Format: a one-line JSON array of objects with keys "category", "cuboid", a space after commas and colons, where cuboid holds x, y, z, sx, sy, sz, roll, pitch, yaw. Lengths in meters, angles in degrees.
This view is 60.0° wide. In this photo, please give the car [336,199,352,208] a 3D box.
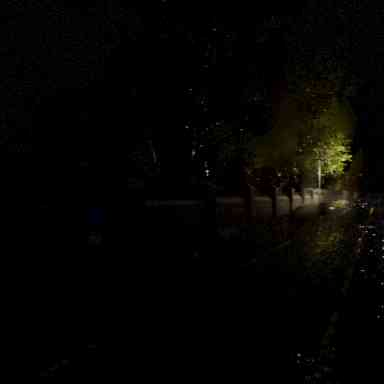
[{"category": "car", "cuboid": [25.368, 1.916, 55.402, 2.008, 1.369, 4.403, 0, 0, 29]}]

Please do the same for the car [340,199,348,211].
[{"category": "car", "cuboid": [19.744, 1.839, 45.329, 1.752, 1.417, 4.829, 0, 0, 29]}]

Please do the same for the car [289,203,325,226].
[{"category": "car", "cuboid": [8.743, 1.744, 25.631, 1.887, 1.381, 4.507, 0, 0, 29]}]

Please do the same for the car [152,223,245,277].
[{"category": "car", "cuboid": [0.431, 1.682, 10.747, 1.802, 1.307, 4.206, 0, 0, 29]}]

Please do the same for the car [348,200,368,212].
[{"category": "car", "cuboid": [22.455, 1.802, 44.678, 1.837, 1.490, 4.892, 0, -1, 29]}]

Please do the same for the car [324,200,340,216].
[{"category": "car", "cuboid": [14.285, 1.811, 35.555, 2.008, 1.369, 4.403, 0, 0, 29]}]
